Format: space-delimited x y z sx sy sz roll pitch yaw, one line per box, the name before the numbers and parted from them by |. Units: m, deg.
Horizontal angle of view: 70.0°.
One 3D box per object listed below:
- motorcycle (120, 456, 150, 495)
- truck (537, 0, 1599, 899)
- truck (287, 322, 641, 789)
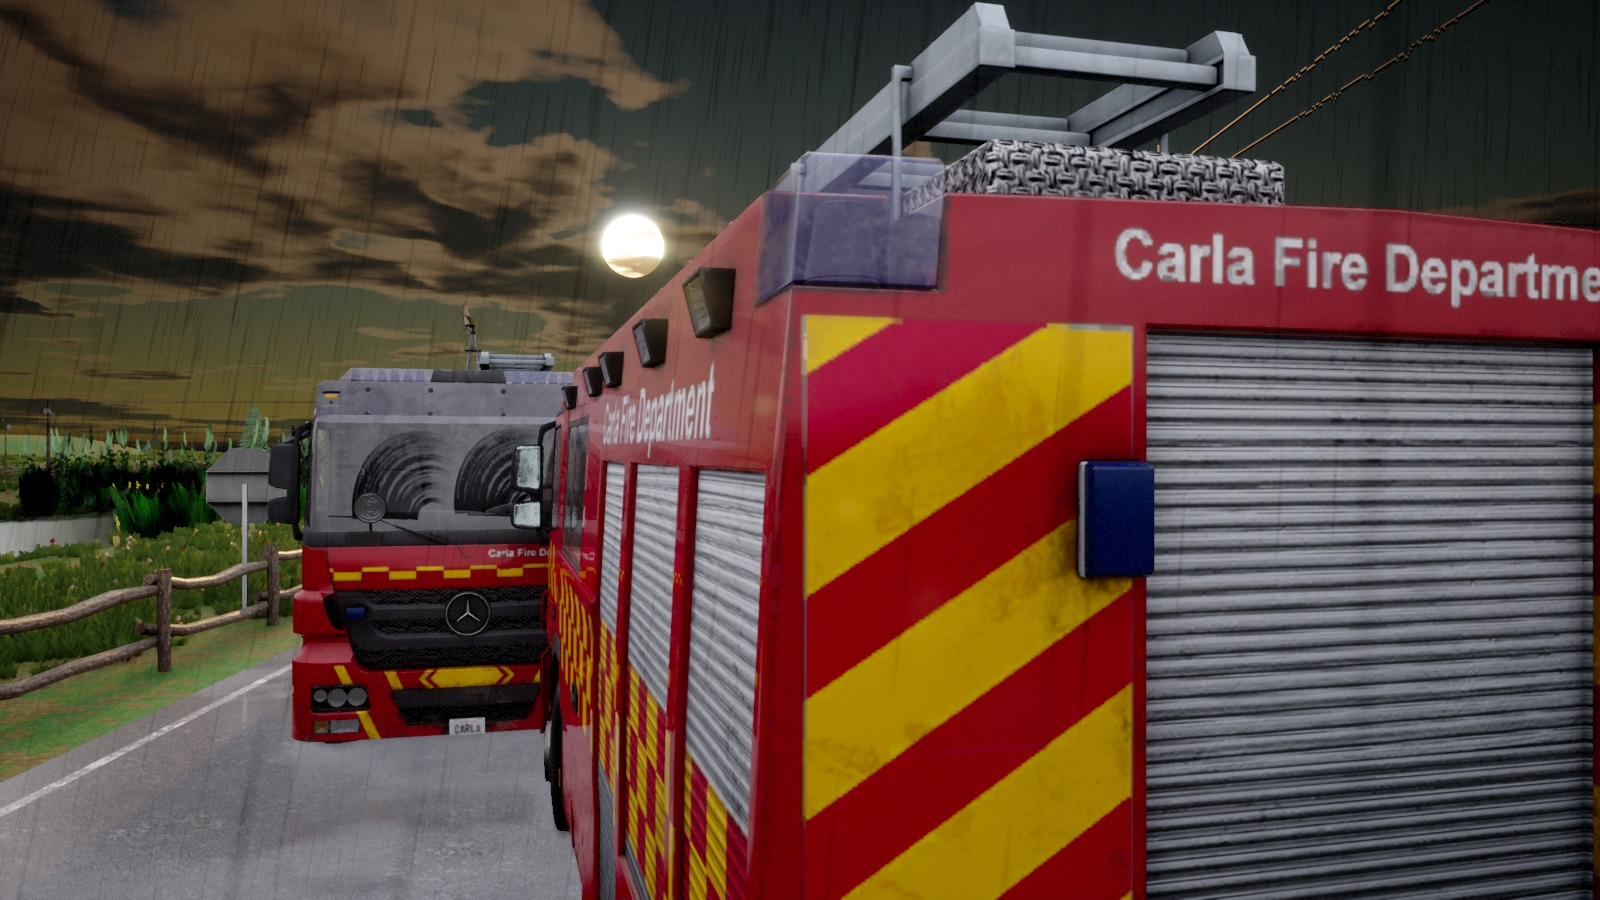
motorcycle | -41.394 1.577 71.115 0.803 2.348 2.033 0 0 -4
truck | 0.083 0.867 6.873 2.891 3.827 8.468 0 0 -15
truck | -3.921 0.862 13.837 2.891 3.827 8.468 0 0 -15
